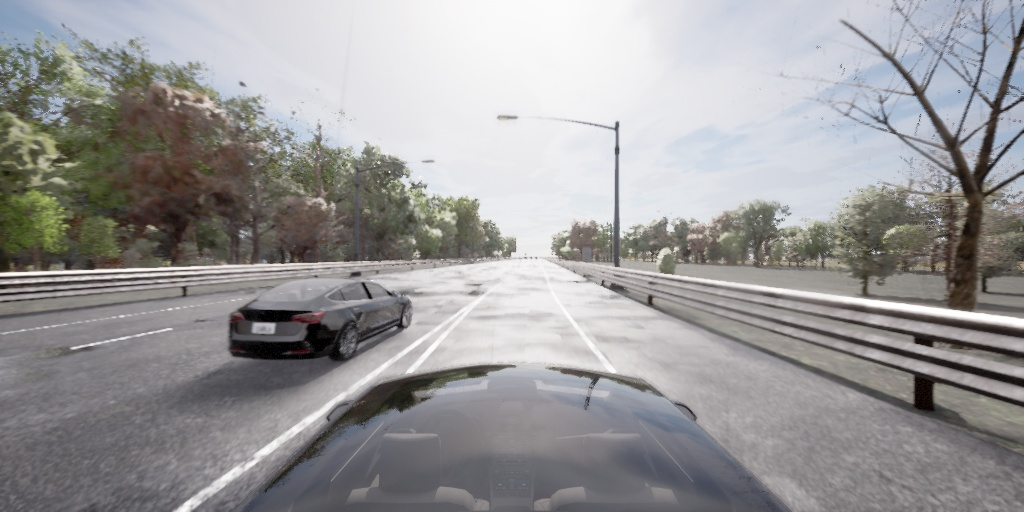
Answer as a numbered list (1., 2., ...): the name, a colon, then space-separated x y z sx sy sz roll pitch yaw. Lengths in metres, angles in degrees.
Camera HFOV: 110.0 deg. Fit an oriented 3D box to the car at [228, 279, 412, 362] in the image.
1. car: -3.912 1.233 8.232 2.163 1.488 4.792 0 0 4
